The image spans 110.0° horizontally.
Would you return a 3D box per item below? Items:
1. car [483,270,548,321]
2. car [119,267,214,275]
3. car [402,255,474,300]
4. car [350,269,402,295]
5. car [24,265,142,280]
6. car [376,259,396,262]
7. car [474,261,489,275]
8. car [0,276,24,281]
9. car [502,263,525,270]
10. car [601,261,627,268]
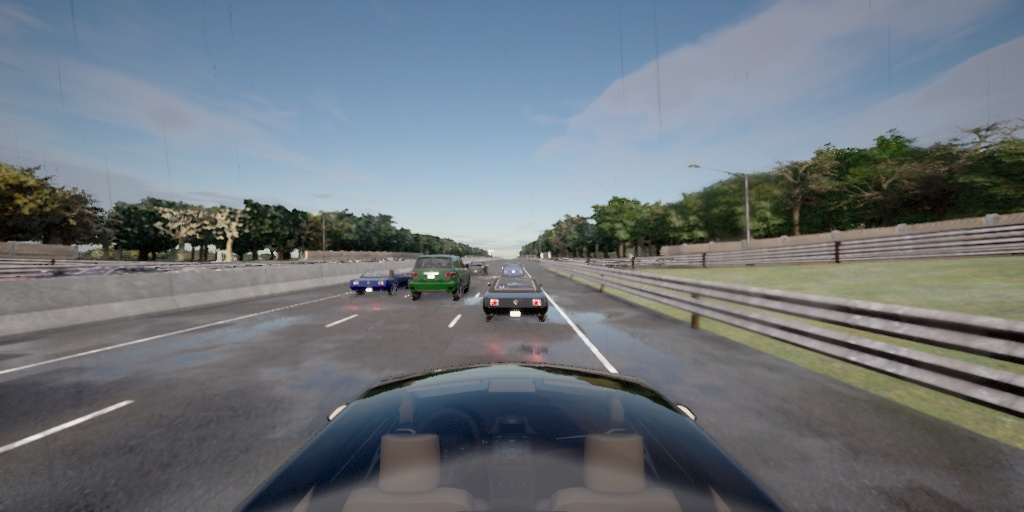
[{"bbox_3d":[0.101,1.348,12.381,1.895,1.301,4.718,0,0,0],"label":"car"},{"bbox_3d":[-17.598,1.344,19.399,1.895,1.301,4.718,0,0,0],"label":"car"},{"bbox_3d":[-3.399,0.965,17.756,2.150,2.045,5.566,0,0,0],"label":"car"},{"bbox_3d":[-6.899,1.344,19.534,1.895,1.301,4.718,0,0,0],"label":"car"},{"bbox_3d":[-21.097,1.236,18.824,2.128,1.511,4.902,0,0,0],"label":"car"},{"bbox_3d":[-20.997,1.220,61.221,1.895,1.301,4.718,0,0,0],"label":"car"},{"bbox_3d":[-3.398,1.219,36.057,2.128,1.511,4.902,0,0,0],"label":"car"},{"bbox_3d":[-24.598,1.345,18.958,1.895,1.301,4.718,0,0,0],"label":"car"},{"bbox_3d":[0.101,1.281,30.514,2.033,1.411,5.357,0,0,0],"label":"car"},{"bbox_3d":[15.284,1.068,53.902,1.837,1.490,4.892,0,-1,-18],"label":"car"}]
